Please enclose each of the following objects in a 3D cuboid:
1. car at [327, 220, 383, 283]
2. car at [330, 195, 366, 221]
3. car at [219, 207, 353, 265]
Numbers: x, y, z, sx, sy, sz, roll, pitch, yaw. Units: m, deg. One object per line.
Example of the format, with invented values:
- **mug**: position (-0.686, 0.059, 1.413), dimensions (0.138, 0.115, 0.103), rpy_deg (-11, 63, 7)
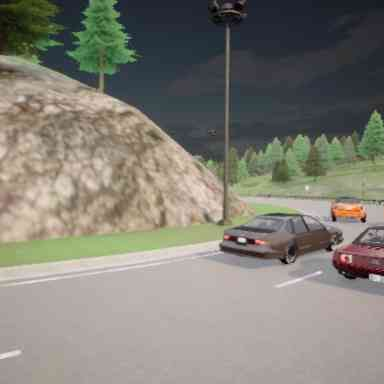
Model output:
- **car**: position (5.481, 1.521, 8.542), dimensions (4.718, 1.301, 1.895), rpy_deg (0, 1, -44)
- **car**: position (11.230, 1.092, 24.142), dimensions (2.097, 1.767, 4.553), rpy_deg (1, 1, 21)
- **car**: position (3.218, 1.403, 11.194), dimensions (5.357, 1.411, 2.033), rpy_deg (0, 1, -44)
